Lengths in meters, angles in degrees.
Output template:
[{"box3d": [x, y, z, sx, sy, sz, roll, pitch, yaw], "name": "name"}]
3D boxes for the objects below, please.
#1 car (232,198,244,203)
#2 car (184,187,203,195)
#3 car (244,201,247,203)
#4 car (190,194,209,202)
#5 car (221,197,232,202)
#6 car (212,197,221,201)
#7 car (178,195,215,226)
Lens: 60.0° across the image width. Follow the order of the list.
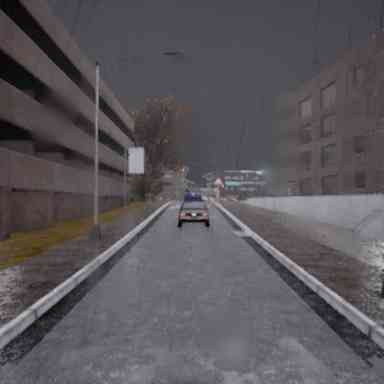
[{"box3d": [10.839, 2.494, 91.431, 2.435, 2.045, 5.566, 7, -4, -30], "name": "car"}, {"box3d": [0.153, 0.408, 41.266, 2.150, 2.045, 5.566, 0, 0, 1], "name": "car"}, {"box3d": [13.672, 3.032, 92.130, 1.946, 1.575, 5.366, 7, -4, -30], "name": "car"}, {"box3d": [1.990, 1.783, 89.785, 2.435, 2.045, 5.566, 1, -3, -30], "name": "car"}, {"box3d": [7.842, 2.326, 90.873, 2.185, 1.767, 4.553, 6, -4, -31], "name": "car"}, {"box3d": [4.869, 2.076, 90.374, 2.185, 1.767, 4.553, 4, -4, -31], "name": "car"}, {"box3d": [0.103, 1.197, 20.481, 2.033, 1.411, 5.357, 0, 2, 0], "name": "car"}]
